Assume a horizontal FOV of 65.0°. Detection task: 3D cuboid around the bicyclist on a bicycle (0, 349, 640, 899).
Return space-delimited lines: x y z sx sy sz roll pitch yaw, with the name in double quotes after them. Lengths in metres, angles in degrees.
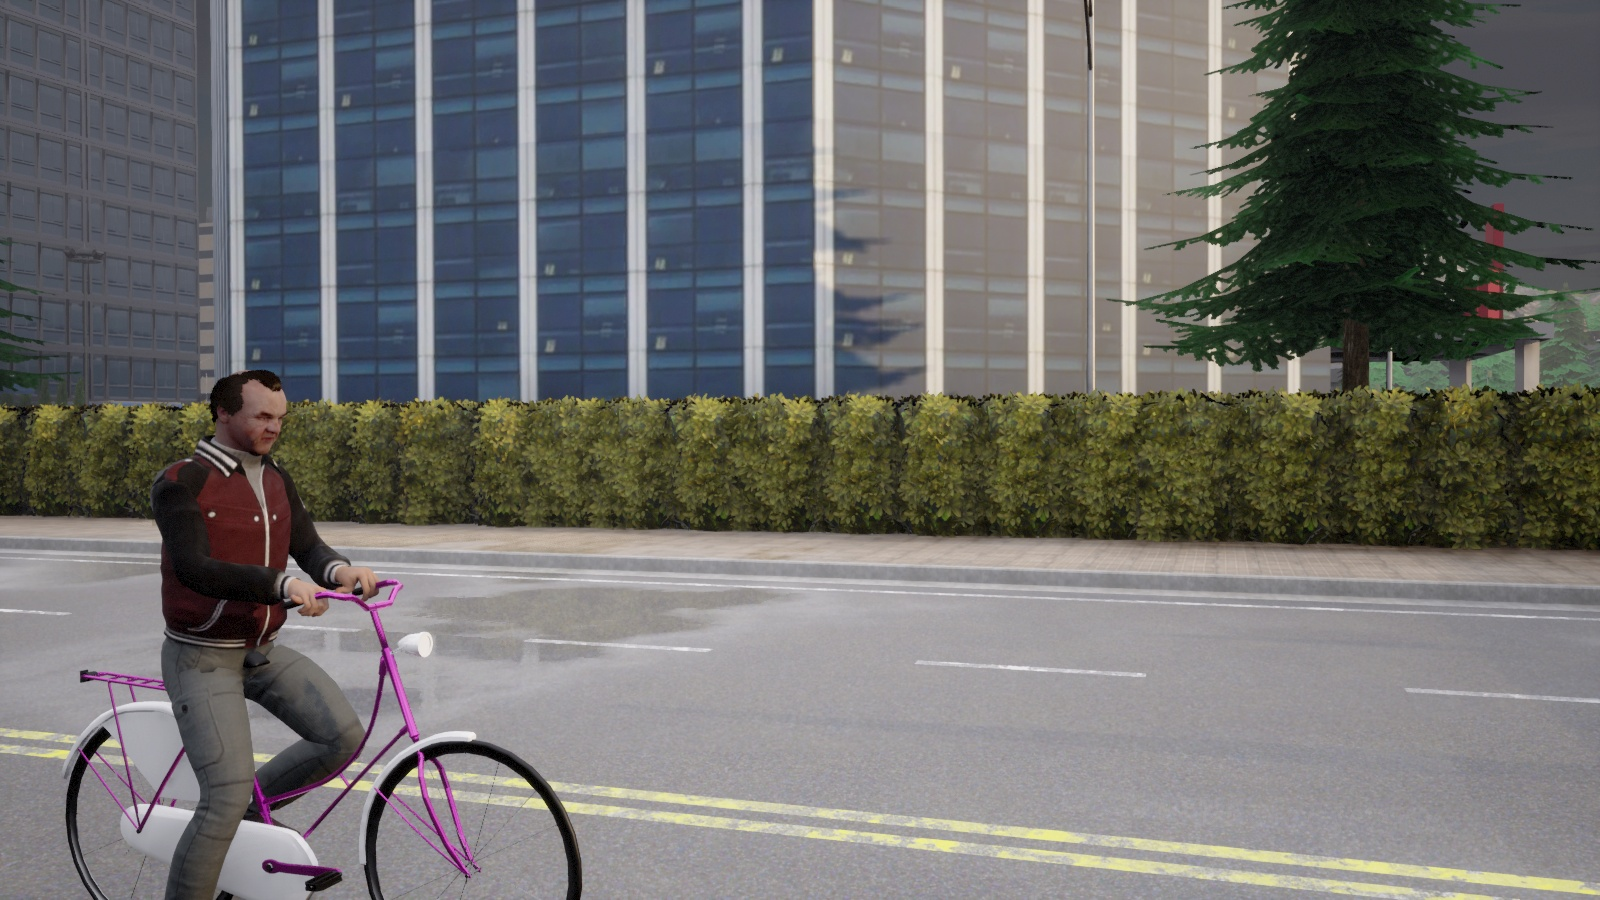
-1.451 0.633 3.680 1.843 1.776 0.659 0 1 19 "bicyclist on a bicycle"
